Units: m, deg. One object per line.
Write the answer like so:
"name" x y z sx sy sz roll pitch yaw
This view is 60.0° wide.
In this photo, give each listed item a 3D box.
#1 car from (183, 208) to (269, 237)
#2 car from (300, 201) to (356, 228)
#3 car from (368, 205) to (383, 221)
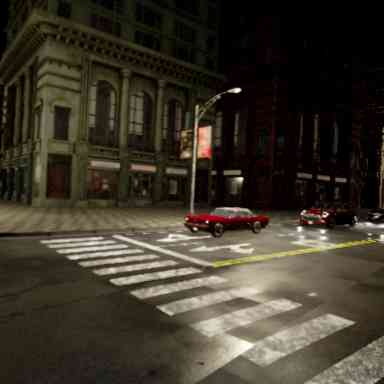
"car" 1.831 1.487 17.165 4.718 1.301 1.895 2 1 -41
"car" 9.597 1.486 23.343 4.553 1.767 2.097 2 1 -38
"car" 17.550 1.882 29.682 4.902 1.511 2.128 2 1 -39
